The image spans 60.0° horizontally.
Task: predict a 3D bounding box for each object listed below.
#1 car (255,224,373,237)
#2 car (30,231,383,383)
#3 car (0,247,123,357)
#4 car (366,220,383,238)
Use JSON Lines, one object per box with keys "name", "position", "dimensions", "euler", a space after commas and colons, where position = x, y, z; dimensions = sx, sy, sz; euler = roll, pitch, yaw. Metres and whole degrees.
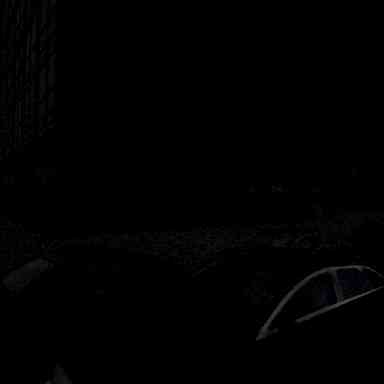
{"name": "car", "position": [2.420, 1.617, 8.484], "dimensions": [4.403, 1.369, 2.008], "euler": [1, 0, -36]}
{"name": "car", "position": [0.939, 1.520, 4.049], "dimensions": [4.902, 1.511, 2.128], "euler": [1, 0, -36]}
{"name": "car", "position": [-2.024, 1.595, 5.313], "dimensions": [4.206, 1.307, 1.802], "euler": [1, 0, -35]}
{"name": "car", "position": [6.864, 1.688, 11.655], "dimensions": [4.313, 1.339, 1.947], "euler": [1, 0, -36]}
